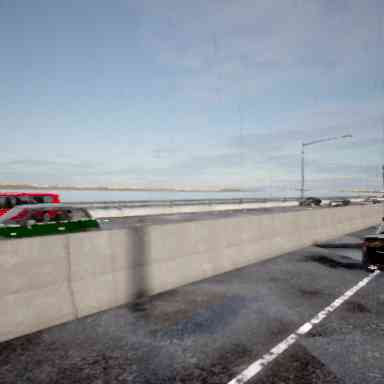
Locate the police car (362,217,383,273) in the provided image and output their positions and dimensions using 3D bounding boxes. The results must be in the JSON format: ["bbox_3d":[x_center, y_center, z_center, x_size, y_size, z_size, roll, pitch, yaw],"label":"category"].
[{"bbox_3d":[6.638,1.445,9.949,1.930,1.638,5.238,1,1,41],"label":"police car"}]

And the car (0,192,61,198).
[{"bbox_3d":[-7.765,1.015,13.163,2.150,2.045,5.566,1,1,40],"label":"car"}]

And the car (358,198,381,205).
[{"bbox_3d":[23.533,1.553,43.988,2.033,1.411,5.357,1,1,42],"label":"car"}]

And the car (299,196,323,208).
[{"bbox_3d":[16.745,1.369,46.861,1.882,1.535,5.008,1,1,41],"label":"car"}]

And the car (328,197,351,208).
[{"bbox_3d":[20.292,1.440,45.599,2.128,1.511,4.902,1,1,41],"label":"car"}]

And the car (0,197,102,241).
[{"bbox_3d":[-5.199,1.198,10.778,2.097,1.767,4.553,1,1,40],"label":"car"}]
